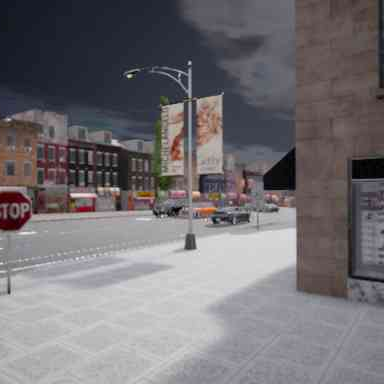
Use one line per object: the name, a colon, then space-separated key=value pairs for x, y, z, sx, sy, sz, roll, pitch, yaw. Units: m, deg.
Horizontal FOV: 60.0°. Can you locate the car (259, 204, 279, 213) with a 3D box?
car: x=11.915 y=2.504 z=51.106 sx=1.812 sy=1.442 sz=4.674 roll=0 pitch=-2 yaw=35

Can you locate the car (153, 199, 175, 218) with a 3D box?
car: x=-1.964 y=1.762 z=37.142 sx=2.150 sy=2.045 sz=5.566 roll=0 pitch=-1 yaw=35

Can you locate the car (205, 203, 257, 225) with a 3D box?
car: x=3.406 y=1.908 z=27.642 sx=1.837 sy=1.490 sz=4.892 roll=0 pitch=-1 yaw=35

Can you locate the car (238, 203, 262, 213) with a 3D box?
car: x=9.253 y=2.528 z=52.971 sx=1.837 sy=1.490 sz=4.892 roll=0 pitch=-2 yaw=35

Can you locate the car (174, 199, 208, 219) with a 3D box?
car: x=0.639 y=1.874 z=35.190 sx=2.097 sy=1.767 sz=4.553 roll=0 pitch=-1 yaw=35
